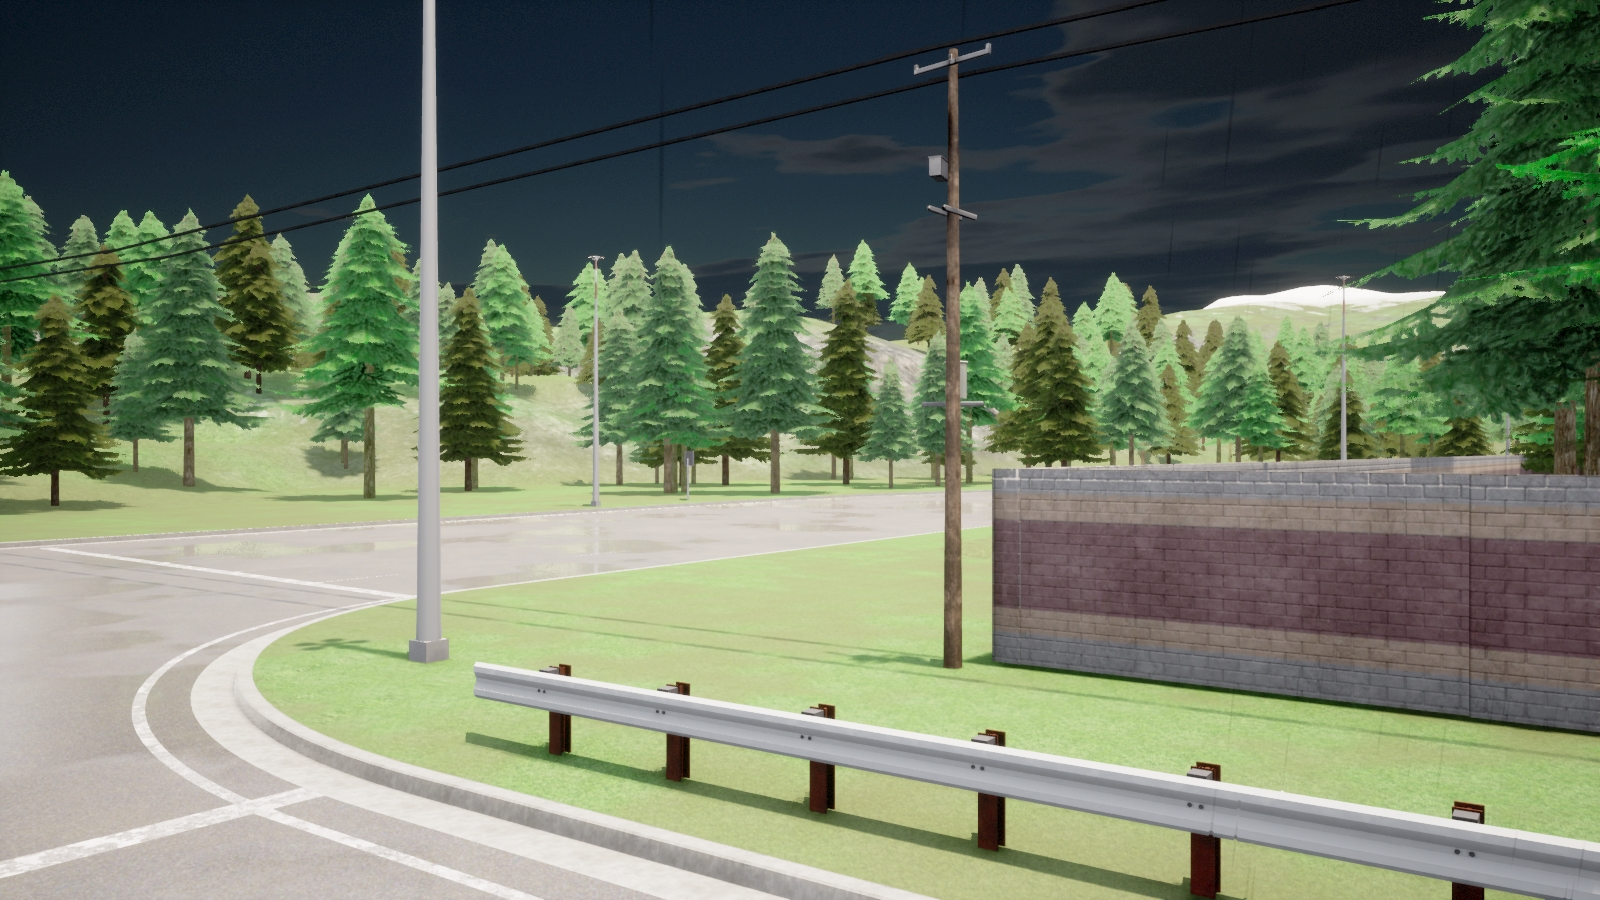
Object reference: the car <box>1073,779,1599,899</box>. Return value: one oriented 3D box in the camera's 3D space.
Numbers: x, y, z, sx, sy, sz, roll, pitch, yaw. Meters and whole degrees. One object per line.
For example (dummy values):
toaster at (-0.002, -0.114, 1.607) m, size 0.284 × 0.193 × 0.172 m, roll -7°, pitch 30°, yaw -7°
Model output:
car at (3.010, 1.982, 1.681) m, size 5.238 × 1.638 × 2.097 m, roll 0°, pitch 0°, yaw 35°
